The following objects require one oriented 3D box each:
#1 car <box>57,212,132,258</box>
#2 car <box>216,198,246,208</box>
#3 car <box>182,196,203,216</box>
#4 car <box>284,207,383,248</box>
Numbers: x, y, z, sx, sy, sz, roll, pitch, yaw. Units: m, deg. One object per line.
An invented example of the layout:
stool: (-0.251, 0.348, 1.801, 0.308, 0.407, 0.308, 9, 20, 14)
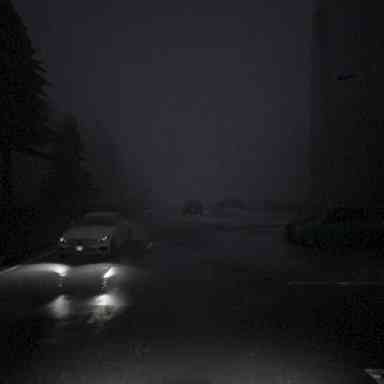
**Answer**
car: (-3.568, 1.526, 12.960, 1.812, 1.442, 4.674, 0, 0, 1)
car: (5.511, 1.549, 47.234, 4.181, 1.381, 1.994, 0, 0, -1)
car: (0.066, 1.477, 32.850, 1.882, 1.535, 5.008, 0, 0, 0)
car: (6.029, 1.483, 14.226, 3.988, 1.617, 1.851, 0, 0, -1)
